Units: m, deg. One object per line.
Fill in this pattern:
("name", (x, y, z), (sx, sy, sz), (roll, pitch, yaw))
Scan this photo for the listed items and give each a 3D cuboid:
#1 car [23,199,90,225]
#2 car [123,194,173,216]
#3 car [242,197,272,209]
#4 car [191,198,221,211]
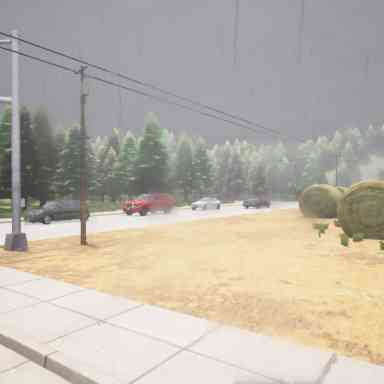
("car", (-9.918, 1.362, 24.592), (2.097, 1.767, 4.553), (0, 0, 37))
("car", (-4.135, 1.180, 32.369), (2.150, 2.045, 5.566), (0, 0, 37))
("car", (8.466, 1.411, 43.123), (2.033, 1.411, 5.357), (0, 0, 37))
("car", (1.778, 1.431, 40.310), (1.812, 1.442, 4.674), (0, 0, 37))
